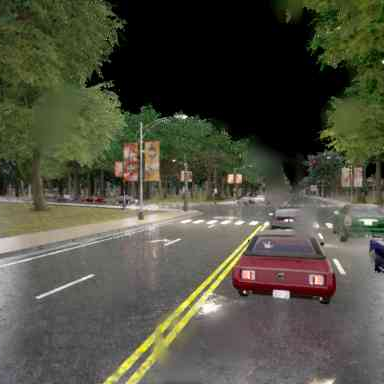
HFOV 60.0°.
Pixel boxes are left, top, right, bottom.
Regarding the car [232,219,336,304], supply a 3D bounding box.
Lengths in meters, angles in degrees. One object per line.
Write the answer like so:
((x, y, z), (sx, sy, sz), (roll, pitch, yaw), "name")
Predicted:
((2.301, 1.601, 8.262), (1.895, 1.301, 4.718), (0, 0, 17), "car")

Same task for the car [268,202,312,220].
((5.017, 1.505, 17.114), (1.837, 1.490, 4.892), (0, 0, 17), "car")

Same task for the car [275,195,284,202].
((20.219, 1.535, 76.852), (1.812, 1.442, 4.674), (0, 0, 17), "car")

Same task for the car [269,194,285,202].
((17.209, 1.551, 67.240), (2.033, 1.411, 5.357), (0, 0, 17), "car")

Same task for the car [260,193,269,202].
((14.131, 1.533, 68.287), (1.812, 1.442, 4.674), (0, 0, 17), "car")

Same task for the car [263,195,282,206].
((13.601, 1.607, 55.962), (1.895, 1.301, 4.718), (0, 0, 18), "car")

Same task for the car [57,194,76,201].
((-27.838, 1.278, 73.673), (4.674, 1.442, 1.812), (0, 0, 40), "car")

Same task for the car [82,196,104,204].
((-18.110, 1.423, 61.070), (4.718, 1.301, 1.895), (0, 0, 41), "car")

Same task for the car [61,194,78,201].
((-28.993, 1.281, 78.921), (4.181, 1.385, 1.994), (0, 0, 40), "car")

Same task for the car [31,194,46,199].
((-39.035, 1.254, 83.193), (4.181, 1.385, 1.994), (0, 0, 40), "car")

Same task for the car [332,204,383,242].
((8.148, 1.352, 16.231), (2.097, 1.767, 4.553), (0, 0, 17), "car")

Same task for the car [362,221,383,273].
((5.499, 1.601, 7.615), (1.895, 1.301, 4.718), (0, 0, 17), "car")

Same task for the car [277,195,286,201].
((24.133, 1.559, 89.354), (2.033, 1.411, 5.357), (0, 0, 17), "car")

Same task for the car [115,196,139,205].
((-10.704, 1.361, 54.761), (4.902, 1.511, 2.128), (0, 0, 41), "car")

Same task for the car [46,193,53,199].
((-36.611, 1.074, 85.399), (5.357, 1.411, 2.033), (0, 0, 40), "car")

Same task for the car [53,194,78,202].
((-25.828, 1.300, 67.698), (4.674, 1.442, 1.812), (0, 0, 40), "car")

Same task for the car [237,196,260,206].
((9.331, 1.531, 56.522), (1.812, 1.442, 4.674), (0, 0, 35), "car")

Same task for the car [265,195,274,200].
((21.407, 1.560, 91.517), (2.033, 1.411, 5.357), (0, 0, 17), "car")
